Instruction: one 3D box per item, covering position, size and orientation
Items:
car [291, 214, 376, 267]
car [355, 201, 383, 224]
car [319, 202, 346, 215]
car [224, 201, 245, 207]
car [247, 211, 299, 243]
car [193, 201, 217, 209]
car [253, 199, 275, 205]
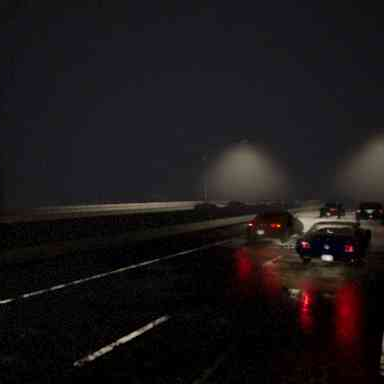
[{"bbox_3d":[5.224,1.692,11.857,1.895,1.301,4.718,-1,-1,32],"label":"car"},{"bbox_3d":[14.616,1.542,27.069,2.097,1.767,4.553,-1,-1,32],"label":"car"},{"bbox_3d":[13.561,1.750,32.016,1.837,1.490,4.892,-1,-1,32],"label":"car"},{"bbox_3d":[6.070,1.959,46.904,1.812,1.442,4.674,-1,-1,32],"label":"car"},{"bbox_3d":[4.326,1.673,17.063,1.812,1.442,4.674,-1,-1,32],"label":"car"},{"bbox_3d":[1.854,2.018,46.736,1.994,1.385,4.181,-1,-1,32],"label":"car"},{"bbox_3d":[10.214,1.763,46.954,2.097,1.767,4.553,-1,-1,32],"label":"car"}]
